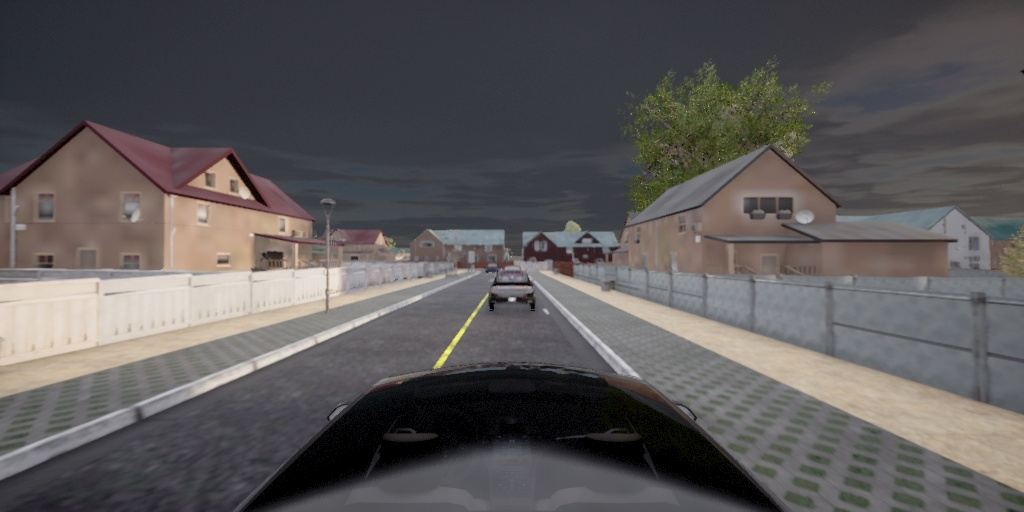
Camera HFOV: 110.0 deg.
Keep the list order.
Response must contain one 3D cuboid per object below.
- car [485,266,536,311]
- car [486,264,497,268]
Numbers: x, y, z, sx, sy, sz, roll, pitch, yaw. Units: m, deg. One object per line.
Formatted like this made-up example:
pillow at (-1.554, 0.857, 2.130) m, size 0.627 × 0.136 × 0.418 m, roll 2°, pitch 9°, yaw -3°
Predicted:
car at (0.019, 1.377, 15.358) m, size 2.128 × 1.511 × 4.902 m, roll 0°, pitch 0°, yaw 0°
car at (-2.767, 1.783, 51.375) m, size 2.033 × 1.411 × 5.357 m, roll 0°, pitch -1°, yaw 0°
